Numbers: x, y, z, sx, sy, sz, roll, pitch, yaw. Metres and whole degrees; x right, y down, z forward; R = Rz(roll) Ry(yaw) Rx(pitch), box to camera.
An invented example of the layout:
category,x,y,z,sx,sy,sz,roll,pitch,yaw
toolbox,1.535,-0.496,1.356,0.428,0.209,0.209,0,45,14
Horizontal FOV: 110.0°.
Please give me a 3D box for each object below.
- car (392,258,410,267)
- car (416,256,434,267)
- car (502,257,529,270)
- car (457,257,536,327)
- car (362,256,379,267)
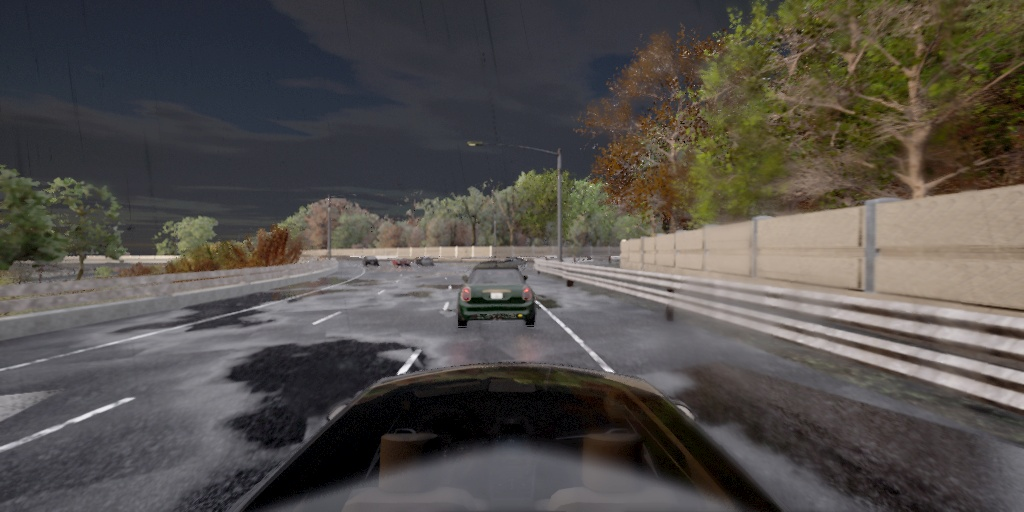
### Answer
category,x,y,z,sx,sy,sz,roll,pitch,yaw
car,-16.070,0.913,51.684,1.895,1.301,4.718,0,1,-27
car,-13.019,0.778,53.296,2.128,1.511,4.902,0,1,-27
car,0.459,0.850,42.797,1.837,1.490,4.892,-1,0,18
car,-0.529,1.010,11.309,2.097,1.767,4.553,0,1,-4
car,-21.543,0.781,54.425,1.882,1.535,5.008,0,1,-29
